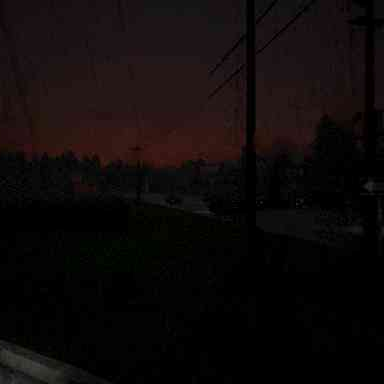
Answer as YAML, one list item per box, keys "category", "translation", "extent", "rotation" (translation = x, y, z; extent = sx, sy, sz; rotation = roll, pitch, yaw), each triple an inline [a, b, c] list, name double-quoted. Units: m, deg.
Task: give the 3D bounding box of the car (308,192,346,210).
- category: "car"
  translation: [15.492, 1.008, 39.008]
  extent: [2.150, 2.045, 5.566]
  rotation: [0, 0, -16]

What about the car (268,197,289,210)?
- category: "car"
  translation: [8.506, 1.294, 37.997]
  extent: [2.128, 1.511, 4.902]
  rotation: [0, 0, -16]

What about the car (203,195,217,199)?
- category: "car"
  translation: [3.314, 1.214, 56.491]
  extent: [2.128, 1.511, 4.902]
  rotation: [0, 0, -16]

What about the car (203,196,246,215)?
- category: "car"
  translation: [3.096, 1.391, 31.369]
  extent: [2.033, 1.411, 5.357]
  rotation: [0, 0, -16]

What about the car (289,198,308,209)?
- category: "car"
  translation: [11.549, 1.351, 40.107]
  extent: [1.994, 1.385, 4.181]
  rotation: [0, 0, -16]

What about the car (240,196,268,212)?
- category: "car"
  translation: [5.681, 1.173, 35.103]
  extent: [2.097, 1.767, 4.553]
  rotation: [0, 0, -16]

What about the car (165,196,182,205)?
- category: "car"
  translation: [-2.964, 1.351, 52.960]
  extent: [1.895, 1.301, 4.718]
  rotation: [0, 0, -16]
